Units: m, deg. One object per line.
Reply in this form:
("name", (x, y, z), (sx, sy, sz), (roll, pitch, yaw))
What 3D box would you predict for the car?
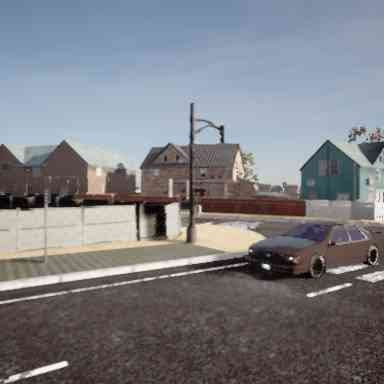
("car", (4.179, 1.651, 10.539), (5.357, 1.411, 2.033), (1, 0, -35))
